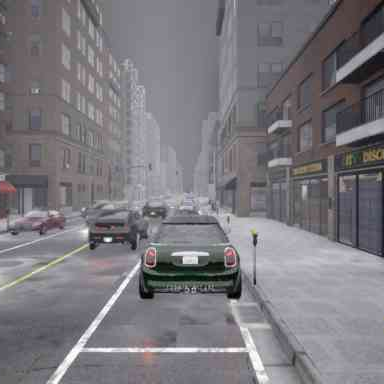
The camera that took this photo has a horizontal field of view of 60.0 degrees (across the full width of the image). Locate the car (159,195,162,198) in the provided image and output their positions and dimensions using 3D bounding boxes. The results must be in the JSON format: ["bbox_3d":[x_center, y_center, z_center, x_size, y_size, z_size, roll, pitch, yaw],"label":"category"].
[{"bbox_3d":[-8.408,1.542,73.374,1.887,1.381,4.507,0,0,0],"label":"car"}]

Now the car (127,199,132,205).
[{"bbox_3d":[-8.408,1.551,40.611,2.008,1.369,4.403,0,0,0],"label":"car"}]

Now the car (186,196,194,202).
[{"bbox_3d":[-0.383,1.579,79.064,1.802,1.307,4.206,0,0,0],"label":"car"}]

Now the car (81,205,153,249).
[{"bbox_3d":[-3.022,1.502,14.456,1.837,1.490,4.892,0,-1,0],"label":"car"}]

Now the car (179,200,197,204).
[{"bbox_3d":[-0.383,1.551,24.063,2.008,1.369,4.403,0,0,0],"label":"car"}]

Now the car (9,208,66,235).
[{"bbox_3d":[-8.408,1.582,18.538,1.802,1.307,4.206,0,0,0],"label":"car"}]

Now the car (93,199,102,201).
[{"bbox_3d":[-8.408,1.440,29.575,1.967,1.590,4.097,0,0,0],"label":"car"}]

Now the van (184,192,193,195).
[{"bbox_3d":[-0.383,1.339,67.702,1.690,1.788,3.998,0,0,0],"label":"van"}]

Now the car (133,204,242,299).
[{"bbox_3d":[-0.033,1.352,8.620,2.097,1.767,4.553,0,0,0],"label":"car"}]

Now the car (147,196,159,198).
[{"bbox_3d":[-8.408,1.549,67.693,2.008,1.369,4.403,0,0,0],"label":"car"}]

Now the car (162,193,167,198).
[{"bbox_3d":[-8.408,1.518,90.251,1.752,1.417,4.829,0,0,0],"label":"car"}]

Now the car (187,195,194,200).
[{"bbox_3d":[-0.383,1.575,90.427,1.802,1.307,4.206,0,0,0],"label":"car"}]

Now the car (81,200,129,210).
[{"bbox_3d":[-5.869,1.525,22.995,1.812,1.442,4.674,0,0,0],"label":"car"}]

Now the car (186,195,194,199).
[{"bbox_3d":[-0.383,1.440,35.101,1.967,1.590,4.097,0,0,0],"label":"car"}]

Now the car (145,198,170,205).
[{"bbox_3d":[-2.934,1.478,27.558,1.882,1.535,5.008,0,-1,0],"label":"car"}]
